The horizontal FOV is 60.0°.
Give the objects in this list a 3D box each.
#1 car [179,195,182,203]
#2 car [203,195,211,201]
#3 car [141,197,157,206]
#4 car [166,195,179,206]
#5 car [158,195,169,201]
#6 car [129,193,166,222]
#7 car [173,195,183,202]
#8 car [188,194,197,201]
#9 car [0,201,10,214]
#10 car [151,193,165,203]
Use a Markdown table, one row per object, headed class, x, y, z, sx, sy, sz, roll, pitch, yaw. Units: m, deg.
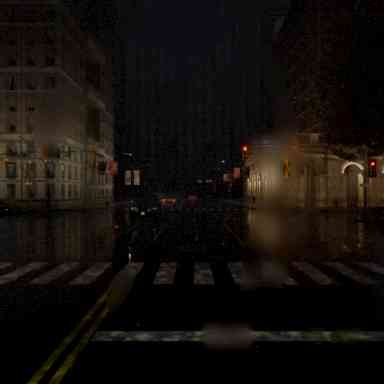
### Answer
| class | x | y | z | sx | sy | sz | roll | pitch | yaw |
| --- | --- | --- | --- | --- | --- | --- | --- | --- | --- |
| car | -3.469 | 1.538 | 69.155 | 2.033 | 1.411 | 5.357 | 0 | 0 | 1 |
| car | 3.623 | 1.453 | 78.553 | 2.033 | 1.411 | 5.357 | 0 | 0 | 1 |
| car | -7.133 | 1.539 | 55.523 | 2.033 | 1.411 | 5.357 | 0 | 0 | 0 |
| car | -3.625 | 1.344 | 54.594 | 2.097 | 1.767 | 4.553 | 0 | 0 | 0 |
| car | -6.856 | 1.521 | 80.824 | 2.033 | 1.411 | 5.357 | 0 | 0 | 1 |
| car | -3.608 | 1.218 | 26.982 | 2.150 | 2.045 | 5.566 | 0 | 0 | -1 |
| car | -3.356 | 1.506 | 80.791 | 2.128 | 1.511 | 4.902 | 0 | 0 | 1 |
| car | 0.122 | 1.268 | 78.555 | 2.097 | 1.767 | 4.553 | 0 | 0 | 1 |
| car | -20.759 | 1.500 | 32.983 | 4.892 | 1.490 | 1.837 | 0 | 1 | -2 |
| car | -6.970 | 1.212 | 69.052 | 2.150 | 2.045 | 5.566 | 0 | 0 | 1 |
